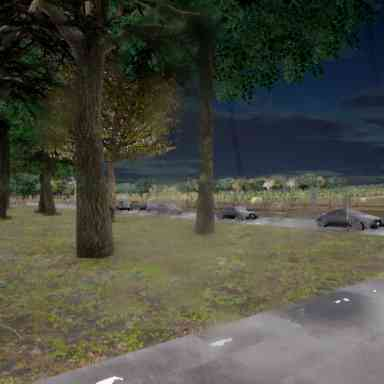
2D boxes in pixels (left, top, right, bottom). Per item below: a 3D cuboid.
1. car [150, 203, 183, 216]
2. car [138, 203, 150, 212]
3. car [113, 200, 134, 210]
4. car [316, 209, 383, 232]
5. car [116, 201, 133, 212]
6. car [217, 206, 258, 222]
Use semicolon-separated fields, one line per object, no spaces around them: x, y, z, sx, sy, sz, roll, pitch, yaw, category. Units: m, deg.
-3.027;2.192;42.087;1.837;1.490;4.892;-1;0;-35;car
-6.973;2.391;52.730;1.994;1.385;4.181;-1;0;-34;car
-12.490;2.343;60.472;2.097;1.767;4.553;-1;0;-35;car
10.533;1.819;22.412;1.994;1.385;4.181;-1;0;-32;car
-11.848;2.619;54.790;1.895;1.301;4.718;-1;0;-35;car
4.300;2.022;31.659;1.994;1.385;4.181;-1;0;-35;car
